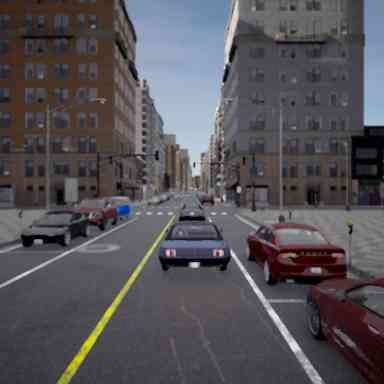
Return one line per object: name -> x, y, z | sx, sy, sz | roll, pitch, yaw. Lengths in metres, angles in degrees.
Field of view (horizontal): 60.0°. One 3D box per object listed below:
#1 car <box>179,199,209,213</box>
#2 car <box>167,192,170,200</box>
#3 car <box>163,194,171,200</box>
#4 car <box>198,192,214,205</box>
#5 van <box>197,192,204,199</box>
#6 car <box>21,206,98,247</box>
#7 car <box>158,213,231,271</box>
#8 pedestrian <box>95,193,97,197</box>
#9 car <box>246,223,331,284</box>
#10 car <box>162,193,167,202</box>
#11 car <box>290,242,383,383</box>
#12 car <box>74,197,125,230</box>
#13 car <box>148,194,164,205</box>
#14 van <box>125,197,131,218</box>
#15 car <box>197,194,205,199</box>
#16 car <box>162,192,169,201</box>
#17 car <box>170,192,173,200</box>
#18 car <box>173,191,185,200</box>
car -> 0.006, 1.501, 25.650 | 1.994, 1.385, 4.181 | 0, 0, 0
car -> -6.099, 1.251, 70.050 | 1.752, 1.417, 4.829 | 0, 0, 0
car -> -6.139, 1.247, 81.530 | 1.802, 1.307, 4.206 | 0, 0, 0
car -> 2.485, 1.126, 53.256 | 2.192, 1.841, 5.009 | 0, 0, 0
van -> 2.349, 0.946, 92.851 | 1.690, 1.788, 3.998 | 0, 0, 0
car -> -5.911, 1.530, 14.958 | 1.947, 1.339, 4.313 | 0, 0, 0
car -> 0.059, 1.575, 10.732 | 1.895, 1.301, 4.718 | 0, 0, 0
pedestrian -> -12.705, 0.990, 44.181 | 0.375, 1.860, 0.375 | 0, 0, 1
car -> 2.634, 1.522, 9.322 | 1.887, 1.381, 4.507 | 0, 0, 0
car -> -6.061, 1.348, 58.911 | 1.947, 1.339, 4.313 | 0, 0, 0
car -> 2.653, 1.573, 3.683 | 1.802, 1.307, 4.206 | 0, 0, 0
car -> -5.931, 1.265, 20.598 | 2.192, 1.841, 5.009 | 0, 0, 0
car -> -6.041, 1.337, 53.085 | 1.752, 1.417, 4.829 | 0, 0, 0
van -> -5.950, 1.276, 26.239 | 1.690, 1.788, 3.998 | 0, 0, 0
car -> 2.368, 1.217, 87.197 | 1.802, 1.307, 4.206 | 0, 0, 0
car -> -6.080, 1.280, 64.395 | 1.752, 1.417, 4.829 | 0, 0, 0
car -> -6.119, 1.010, 75.874 | 2.192, 1.841, 5.009 | 0, 0, 0
car -> -3.269, 1.042, 77.613 | 2.097, 1.767, 4.553 | 0, 0, 0
